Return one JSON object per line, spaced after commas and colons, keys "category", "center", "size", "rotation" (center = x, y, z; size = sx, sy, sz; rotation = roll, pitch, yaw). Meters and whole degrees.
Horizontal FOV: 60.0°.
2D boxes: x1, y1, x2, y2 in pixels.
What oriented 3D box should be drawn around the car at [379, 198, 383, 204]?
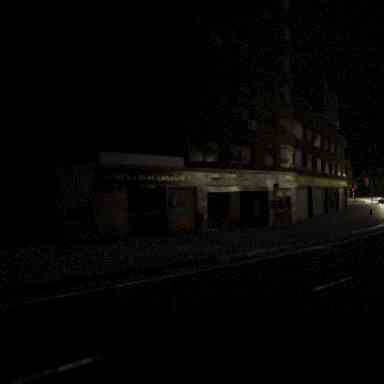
{"category": "car", "center": [43.365, 1.993, 74.934], "size": [1.895, 1.301, 4.718], "rotation": [-1, -1, 24]}
